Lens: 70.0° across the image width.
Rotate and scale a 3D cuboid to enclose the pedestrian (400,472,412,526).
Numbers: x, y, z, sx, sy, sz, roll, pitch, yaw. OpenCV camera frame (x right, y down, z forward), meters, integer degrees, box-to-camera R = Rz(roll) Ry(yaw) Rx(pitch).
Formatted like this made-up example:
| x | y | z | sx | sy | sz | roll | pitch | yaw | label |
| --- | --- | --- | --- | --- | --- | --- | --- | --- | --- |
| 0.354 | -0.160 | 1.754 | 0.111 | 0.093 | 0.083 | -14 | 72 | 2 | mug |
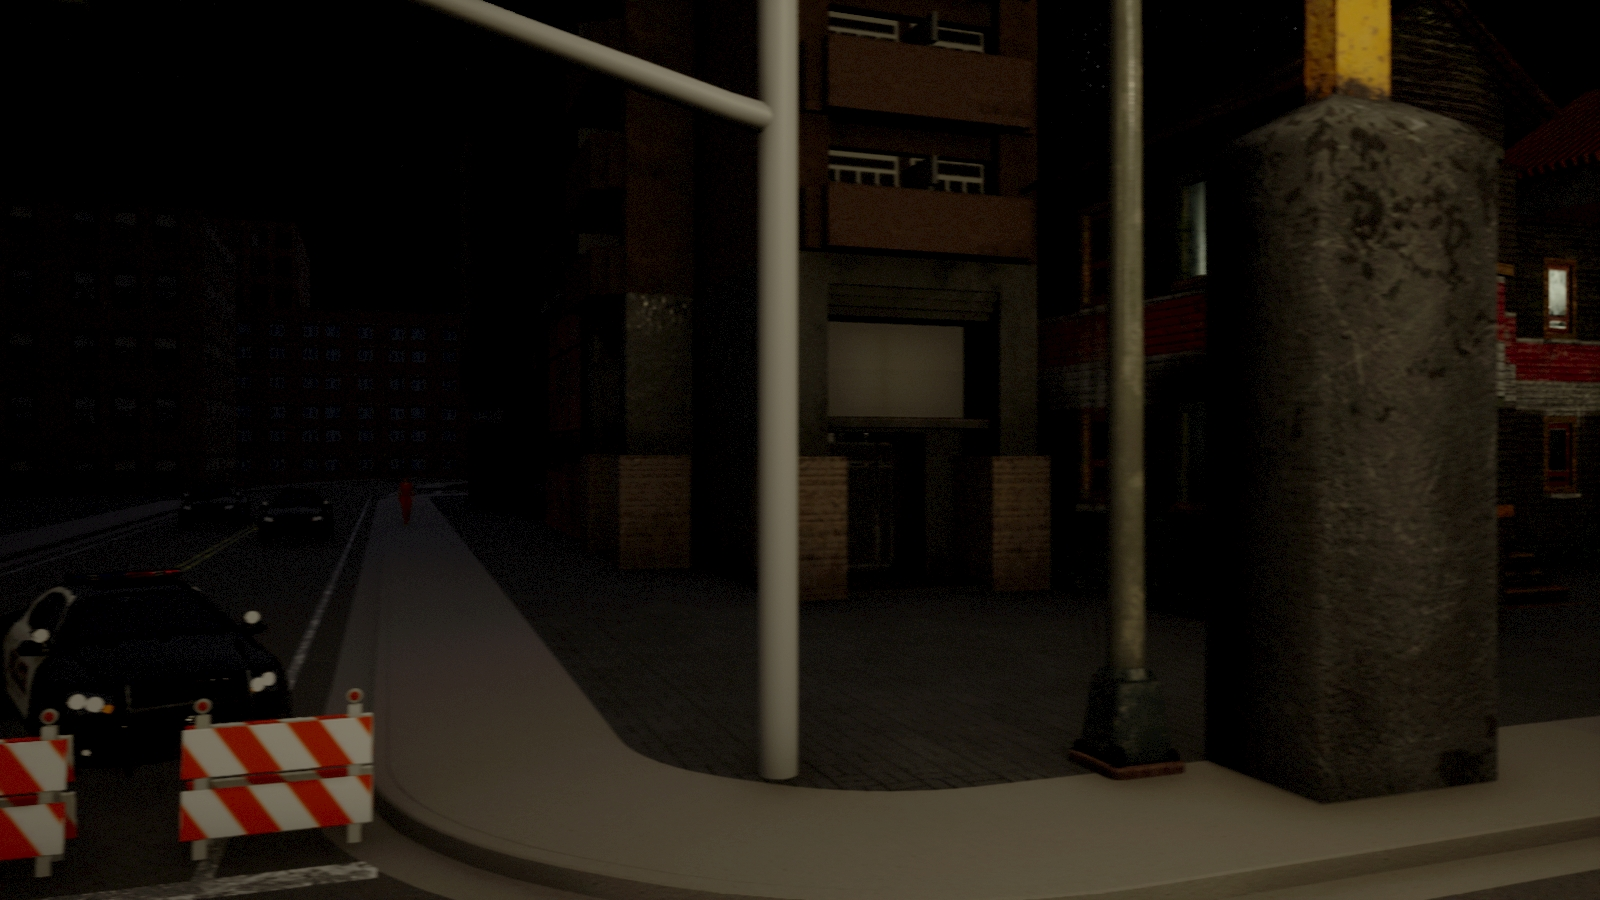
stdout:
| x | y | z | sx | sy | sz | roll | pitch | yaw | label |
| --- | --- | --- | --- | --- | --- | --- | --- | --- | --- |
| -13.707 | 1.697 | 39.719 | 0.375 | 1.860 | 0.375 | 0 | 0 | -21 | pedestrian |
